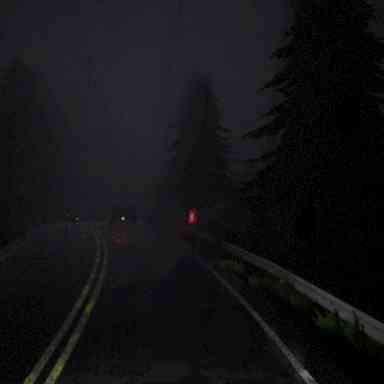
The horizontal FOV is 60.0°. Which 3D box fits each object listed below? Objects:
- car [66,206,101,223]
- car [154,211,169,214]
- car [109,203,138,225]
[{"bbox_3d":[-9.117,1.860,28.487,2.033,1.411,5.357,0,-3,-4],"label":"car"},{"bbox_3d":[-3.888,3.227,42.716,1.837,1.490,4.892,-2,-9,16],"label":"car"},{"bbox_3d":[-5.078,1.623,24.705,1.837,1.490,4.892,0,-2,-11],"label":"car"}]
